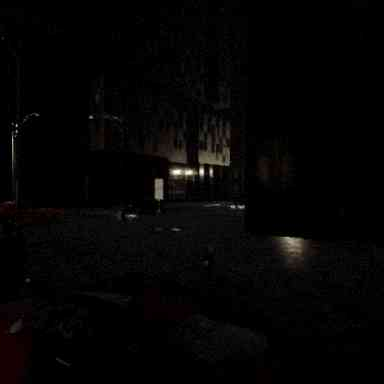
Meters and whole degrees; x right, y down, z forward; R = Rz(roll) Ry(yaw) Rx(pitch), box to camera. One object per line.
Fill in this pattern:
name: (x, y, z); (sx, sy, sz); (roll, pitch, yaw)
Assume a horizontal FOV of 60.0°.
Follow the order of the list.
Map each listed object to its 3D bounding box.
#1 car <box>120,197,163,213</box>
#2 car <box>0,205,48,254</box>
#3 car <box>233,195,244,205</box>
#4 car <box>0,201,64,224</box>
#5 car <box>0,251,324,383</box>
car: (-5.022, 1.264, 33.604); (1.882, 1.535, 5.008); (1, 1, 35)
car: (-5.436, 1.261, 6.837); (5.009, 1.841, 2.192); (0, 0, 35)
car: (8.153, 1.210, 52.106); (1.882, 1.535, 5.008); (1, 0, 36)
car: (-10.402, 1.327, 20.626); (1.882, 1.535, 5.008); (1, 0, 35)
car: (-0.815, 1.565, 3.542); (4.206, 1.307, 1.802); (0, 0, 35)
